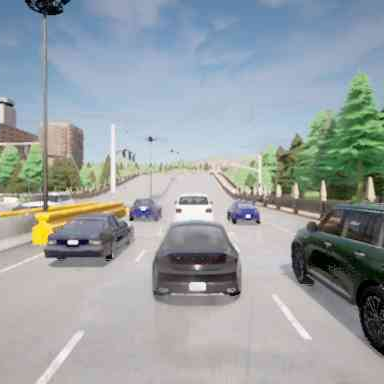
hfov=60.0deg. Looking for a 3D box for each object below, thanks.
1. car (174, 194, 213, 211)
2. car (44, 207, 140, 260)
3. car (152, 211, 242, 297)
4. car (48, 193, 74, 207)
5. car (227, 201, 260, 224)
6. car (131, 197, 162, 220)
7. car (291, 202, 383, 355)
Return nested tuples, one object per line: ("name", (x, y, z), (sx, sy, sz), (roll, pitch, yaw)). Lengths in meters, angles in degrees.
("car", (0.083, 1.102, 19.741), (2.150, 2.045, 5.566), (0, 0, 0))
("car", (-3.410, 1.474, 12.020), (2.033, 1.411, 5.357), (0, 0, 0))
("car", (0.096, 1.453, 8.463), (1.837, 1.490, 4.892), (0, 0, 0))
("car", (-10.567, 1.075, 24.659), (2.150, 2.045, 5.566), (0, 0, 0))
("car", (3.576, 1.384, 23.461), (1.812, 1.442, 4.674), (0, 0, 0))
("car", (-3.476, 1.199, 25.632), (2.097, 1.767, 4.553), (0, 1, -1))
("car", (3.596, 1.184, 6.136), (2.150, 2.045, 5.566), (0, 0, 0))
